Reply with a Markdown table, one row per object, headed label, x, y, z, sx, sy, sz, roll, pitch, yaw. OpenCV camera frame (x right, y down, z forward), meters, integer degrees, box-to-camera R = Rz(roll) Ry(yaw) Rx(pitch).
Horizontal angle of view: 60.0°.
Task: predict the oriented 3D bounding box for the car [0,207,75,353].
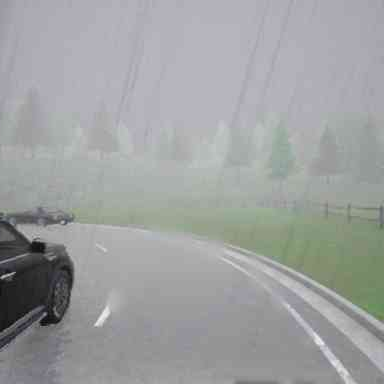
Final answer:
| label | x | y | z | sx | sy | sz | roll | pitch | yaw |
| --- | --- | --- | --- | --- | --- | --- | --- | --- | --- |
| car | -3.289 | 1.225 | 3.968 | 2.150 | 2.045 | 5.566 | 0 | 0 | -1 |

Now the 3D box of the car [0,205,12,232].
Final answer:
| label | x | y | z | sx | sy | sz | roll | pitch | yaw |
| --- | --- | --- | --- | --- | --- | --- | --- | --- | --- |
| car | -13.234 | 1.528 | 19.697 | 4.892 | 1.490 | 1.837 | 0 | -2 | 24 |

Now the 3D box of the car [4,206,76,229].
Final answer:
| label | x | y | z | sx | sy | sz | roll | pitch | yaw |
| --- | --- | --- | --- | --- | --- | --- | --- | --- | --- |
| car | -10.196 | 1.628 | 22.190 | 4.718 | 1.301 | 1.895 | 0 | 0 | 28 |
